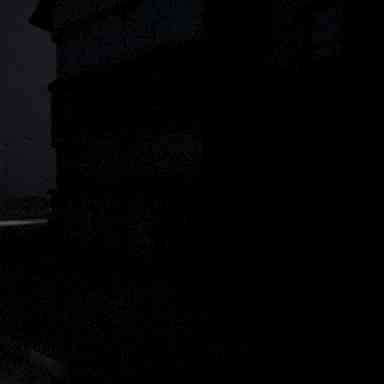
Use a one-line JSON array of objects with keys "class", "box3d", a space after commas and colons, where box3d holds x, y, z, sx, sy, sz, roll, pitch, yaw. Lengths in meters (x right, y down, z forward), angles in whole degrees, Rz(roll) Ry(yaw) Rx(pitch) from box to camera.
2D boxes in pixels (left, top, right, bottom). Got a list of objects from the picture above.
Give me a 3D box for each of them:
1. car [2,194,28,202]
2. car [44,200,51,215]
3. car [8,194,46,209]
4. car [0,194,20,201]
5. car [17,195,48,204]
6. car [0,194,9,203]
[{"class": "car", "box3d": [-41.748, 1.353, 78.435, 2.152, 1.636, 5.027, 0, 0, 35]}, {"class": "car", "box3d": [-9.037, 1.426, 26.908, 1.895, 1.301, 4.718, 0, 0, 36]}, {"class": "car", "box3d": [-18.875, 1.317, 39.483, 2.007, 1.523, 4.514, 0, 0, 35]}, {"class": "car", "box3d": [-44.333, 1.363, 80.213, 2.007, 1.523, 4.514, 0, 0, 35]}, {"class": "car", "box3d": [-28.445, 1.319, 59.475, 2.007, 1.523, 4.514, 0, 0, 35]}, {"class": "car", "box3d": [-36.558, 1.341, 65.310, 1.845, 1.501, 3.633, 0, 0, 35]}]
